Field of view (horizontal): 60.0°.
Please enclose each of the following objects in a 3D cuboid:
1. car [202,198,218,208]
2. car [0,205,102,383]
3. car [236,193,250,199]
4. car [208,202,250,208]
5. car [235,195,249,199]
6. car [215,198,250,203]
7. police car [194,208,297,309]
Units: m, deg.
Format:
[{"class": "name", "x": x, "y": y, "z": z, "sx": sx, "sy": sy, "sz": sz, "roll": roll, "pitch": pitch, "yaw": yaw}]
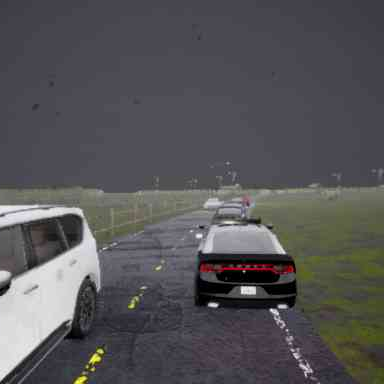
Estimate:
[{"class": "car", "x": 2.580, "y": 1.485, "z": 39.808, "sx": 1.812, "sy": 1.442, "sz": 4.674, "roll": 0, "pitch": 0, "yaw": 12}, {"class": "car", "x": -2.713, "y": 1.221, "z": 3.627, "sx": 2.150, "sy": 2.045, "sz": 5.566, "roll": 0, "pitch": 0, "yaw": 2}, {"class": "car", "x": 7.748, "y": 1.162, "z": 51.278, "sx": 2.150, "sy": 2.045, "sz": 5.566, "roll": 0, "pitch": 0, "yaw": 12}, {"class": "car", "x": 2.048, "y": 1.492, "z": 17.772, "sx": 1.837, "sy": 1.490, "sz": 4.892, "roll": 0, "pitch": 0, "yaw": 8}, {"class": "car", "x": 5.653, "y": 1.433, "z": 41.172, "sx": 1.882, "sy": 1.535, "sz": 5.008, "roll": 0, "pitch": 0, "yaw": 12}, {"class": "car", "x": 2.944, "y": 1.457, "z": 23.613, "sx": 1.882, "sy": 1.535, "sz": 5.008, "roll": 0, "pitch": 0, "yaw": 10}, {"class": "police car", "x": 1.097, "y": 1.422, "z": 8.080, "sx": 1.930, "sy": 1.638, "sz": 5.238, "roll": 0, "pitch": 0, "yaw": 4}]
